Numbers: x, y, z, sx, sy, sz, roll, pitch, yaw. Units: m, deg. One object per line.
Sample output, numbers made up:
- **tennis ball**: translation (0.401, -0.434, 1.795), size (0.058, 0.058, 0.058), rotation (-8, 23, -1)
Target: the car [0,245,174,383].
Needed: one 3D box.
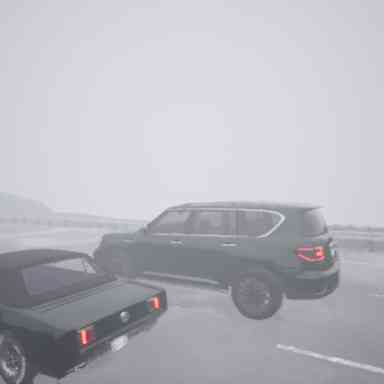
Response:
- **car**: translation (-2.812, 1.613, 5.307), size (4.718, 1.301, 1.895), rotation (0, 0, 31)

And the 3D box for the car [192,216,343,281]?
- **car**: translation (2.309, 1.582, 10.372), size (4.181, 1.385, 1.994), rotation (0, 0, 31)

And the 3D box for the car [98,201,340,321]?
- **car**: translation (0.314, 1.233, 7.530), size (5.566, 2.045, 2.150), rotation (-1, 0, 31)
